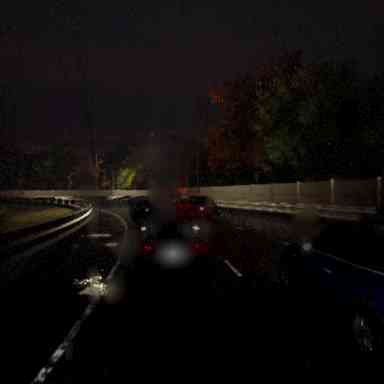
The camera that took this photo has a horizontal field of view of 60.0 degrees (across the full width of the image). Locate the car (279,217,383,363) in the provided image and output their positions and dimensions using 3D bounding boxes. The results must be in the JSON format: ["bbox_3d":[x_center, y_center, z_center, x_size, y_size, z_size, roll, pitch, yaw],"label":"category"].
[{"bbox_3d":[3.206,1.356,6.096,2.097,1.767,4.553,0,0,-3],"label":"car"}]

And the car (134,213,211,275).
[{"bbox_3d":[-0.693,1.594,10.647,1.994,1.385,4.181,0,0,-6],"label":"car"}]

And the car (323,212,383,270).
[{"bbox_3d":[6.310,1.529,10.892,1.812,1.442,4.674,0,0,-5],"label":"car"}]

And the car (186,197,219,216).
[{"bbox_3d":[1.007,1.436,34.930,2.097,1.767,4.553,0,0,-18],"label":"car"}]

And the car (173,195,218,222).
[{"bbox_3d":[0.011,1.288,26.357,2.150,2.045,5.566,0,0,-15],"label":"car"}]

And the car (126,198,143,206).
[{"bbox_3d":[-10.668,1.760,61.583,1.994,1.385,4.181,0,0,-26],"label":"car"}]

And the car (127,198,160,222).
[{"bbox_3d":[-4.028,1.437,27.805,2.097,1.767,4.553,0,0,-15],"label":"car"}]
